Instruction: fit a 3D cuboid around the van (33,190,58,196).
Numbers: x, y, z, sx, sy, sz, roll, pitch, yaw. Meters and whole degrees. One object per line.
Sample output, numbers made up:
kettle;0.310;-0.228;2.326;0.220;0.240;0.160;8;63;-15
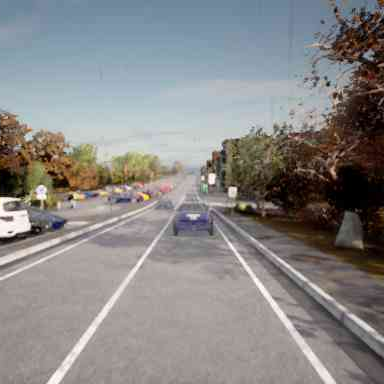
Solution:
van;-23.153;0.639;50.047;4.442;1.987;1.878;1;0;0

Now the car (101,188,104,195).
car;-23.129;0.499;75.158;4.892;1.521;2.231;0;2;0

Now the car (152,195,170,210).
car;-3.389;1.448;41.404;2.033;1.411;5.357;0;1;0

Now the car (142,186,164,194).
car;-10.038;0.091;83.480;4.553;1.767;2.185;0;2;0

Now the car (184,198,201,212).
car;0.006;1.436;37.984;1.837;1.490;4.892;0;0;0

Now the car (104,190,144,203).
car;-10.170;0.898;50.057;4.792;1.488;2.163;0;0;0

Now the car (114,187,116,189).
car;-23.077;0.104;86.176;5.008;1.535;2.097;0;2;0

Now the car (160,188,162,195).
car;-10.068;0.445;77.922;4.792;1.488;2.163;0;2;0

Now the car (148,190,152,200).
car;-10.146;0.827;58.406;5.008;1.535;2.097;0;1;0

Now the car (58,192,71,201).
car;-23.251;0.881;55.508;4.674;1.452;2.002;0;0;0

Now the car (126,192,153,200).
car;-10.113;0.761;63.989;4.892;1.521;2.231;0;1;0

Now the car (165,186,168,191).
car;-9.953;-0.148;91.843;5.008;1.535;2.097;0;3;0

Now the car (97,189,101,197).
car;-23.146;0.579;72.242;5.008;1.535;2.097;0;2;0

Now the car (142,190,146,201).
car;-10.213;0.887;52.841;4.792;1.488;2.163;0;0;0

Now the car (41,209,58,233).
car;-10.103;1.545;17.468;5.008;1.535;2.097;0;0;0

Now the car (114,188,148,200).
car;-10.199;0.720;55.626;4.553;1.767;2.185;0;0;0

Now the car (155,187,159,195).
car;-10.040;0.455;72.344;4.553;1.767;2.185;0;2;0

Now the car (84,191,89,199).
car;-23.385;0.752;64.008;5.366;1.575;1.946;0;1;0

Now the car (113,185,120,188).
car;-23.083;-0.268;88.951;5.566;2.045;2.435;0;3;0

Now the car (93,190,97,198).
car;-23.163;0.648;69.452;5.008;1.535;2.097;0;1;0

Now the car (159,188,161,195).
car;-10.026;0.532;75.135;4.792;1.488;2.163;0;2;0

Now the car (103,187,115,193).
car;-22.902;0.213;83.387;5.366;1.575;1.946;0;2;0

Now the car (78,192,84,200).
car;-23.401;0.789;61.212;5.366;1.575;1.946;0;1;0

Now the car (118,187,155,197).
car;-10.164;0.547;61.196;5.566;2.045;2.435;0;1;0

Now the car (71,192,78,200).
car;-23.260;0.850;58.420;4.792;1.488;2.163;0;0;0

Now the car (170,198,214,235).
car;0.069;1.314;18.804;2.097;1.767;4.553;0;0;0

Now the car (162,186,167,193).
car;-9.968;-0.018;89.056;5.008;1.535;2.097;0;3;0

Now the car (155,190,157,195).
car;-10.074;0.742;66.768;4.792;1.488;2.163;0;1;0

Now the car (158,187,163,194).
car;-10.054;0.195;80.702;4.553;1.767;2.185;0;2;0

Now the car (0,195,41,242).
car;-10.139;1.285;14.693;5.566;2.045;2.435;0;0;0

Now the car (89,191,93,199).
car;-23.155;0.739;66.662;4.792;1.488;2.163;0;1;0

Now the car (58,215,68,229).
car;-10.054;1.584;20.244;4.792;1.488;2.163;0;0;0
